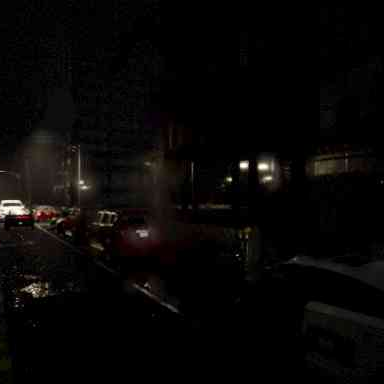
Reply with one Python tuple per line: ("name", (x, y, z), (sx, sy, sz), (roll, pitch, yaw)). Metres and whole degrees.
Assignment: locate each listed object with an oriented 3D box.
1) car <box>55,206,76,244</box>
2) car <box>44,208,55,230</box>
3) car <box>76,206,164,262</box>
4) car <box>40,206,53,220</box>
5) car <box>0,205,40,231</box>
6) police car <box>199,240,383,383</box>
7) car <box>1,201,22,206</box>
("car", (-5.775, 1.671, 18.167), (2.192, 1.841, 5.009), (0, -1, -31))
("car", (-8.681, 2.019, 22.990), (1.947, 1.339, 4.313), (0, -1, -31))
("car", (-2.867, 1.574, 13.339), (2.192, 1.841, 5.009), (0, -1, -31))
("car", (-14.497, 2.090, 32.646), (1.967, 1.590, 4.097), (0, -1, -31))
("car", (-13.008, 1.990, 24.941), (2.128, 1.511, 4.902), (1, -1, -31))
("police car", (1.909, 1.513, 4.649), (1.930, 1.638, 5.238), (1, -1, -31))
("car", (-18.230, 1.895, 33.501), (2.150, 2.045, 5.566), (1, -1, -31))
